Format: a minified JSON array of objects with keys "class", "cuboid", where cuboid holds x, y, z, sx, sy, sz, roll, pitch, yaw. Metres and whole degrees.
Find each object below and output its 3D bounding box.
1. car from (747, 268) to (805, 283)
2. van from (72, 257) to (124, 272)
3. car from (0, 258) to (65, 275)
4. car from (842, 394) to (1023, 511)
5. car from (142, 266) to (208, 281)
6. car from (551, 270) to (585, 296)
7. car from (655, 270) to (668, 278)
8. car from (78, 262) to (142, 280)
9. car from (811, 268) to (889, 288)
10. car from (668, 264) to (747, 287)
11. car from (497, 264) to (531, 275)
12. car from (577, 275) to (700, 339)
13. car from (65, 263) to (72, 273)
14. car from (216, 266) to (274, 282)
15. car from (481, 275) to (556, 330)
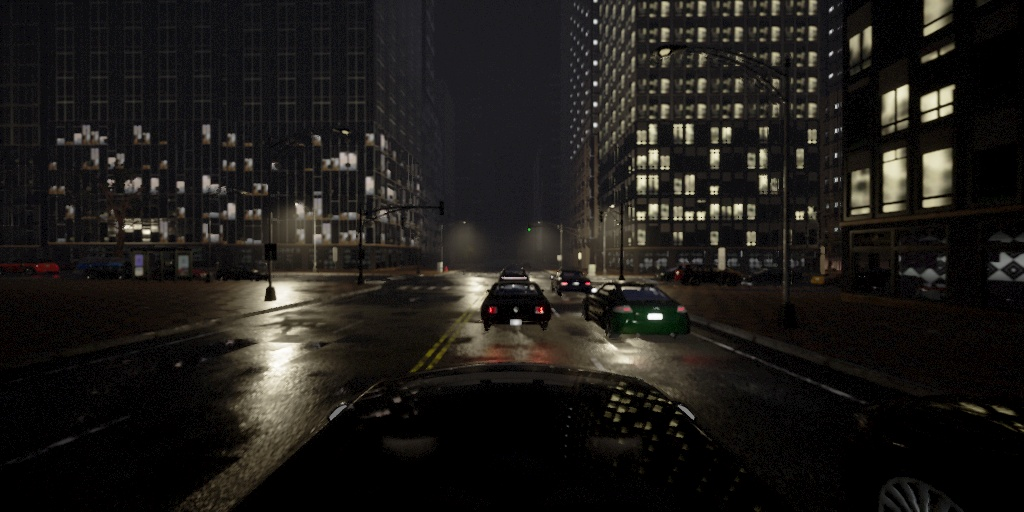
[{"class":"car","cuboid":[25.758,1.899,35.549,5.357,1.411,2.033,0,0,1]},{"class":"van","cuboid":[-45.249,1.057,39.508,3.998,1.789,1.690,0,0,1]},{"class":"car","cuboid":[-50.012,1.036,37.014,4.553,1.767,2.097,1,0,1]},{"class":"car","cuboid":[3.342,1.230,0.618,2.128,1.511,4.902,0,-1,0]},{"class":"car","cuboid":[-28.387,1.485,30.653,4.207,1.307,1.802,0,0,1]},{"class":"car","cuboid":[3.427,1.522,21.237,2.033,1.411,5.357,0,-1,1]},{"class":"car","cuboid":[16.477,1.836,35.723,4.181,1.385,1.994,0,0,1]},{"class":"car","cuboid":[-34.067,1.418,30.833,4.313,1.339,1.948,0,0,1]},{"class":"car","cuboid":[27.670,1.916,29.730,4.829,1.417,1.751,0,0,1]},{"class":"car","cuboid":[16.222,1.609,29.940,5.009,1.841,2.192,0,0,1]},{"class":"car","cuboid":[0.121,1.481,22.638,2.128,1.511,4.902,0,-1,0]},{"class":"car","cuboid":[3.361,1.415,10.441,1.994,1.385,4.181,0,-1,0]},{"class":"car","cuboid":[-50.931,1.247,39.630,4.207,1.307,1.802,0,0,1]},{"class":"car","cuboid":[-22.703,1.519,30.513,4.313,1.339,1.948,0,0,1]},{"class":"car","cuboid":[0.111,1.465,11.584,1.895,1.301,4.718,0,-1,0]}]
